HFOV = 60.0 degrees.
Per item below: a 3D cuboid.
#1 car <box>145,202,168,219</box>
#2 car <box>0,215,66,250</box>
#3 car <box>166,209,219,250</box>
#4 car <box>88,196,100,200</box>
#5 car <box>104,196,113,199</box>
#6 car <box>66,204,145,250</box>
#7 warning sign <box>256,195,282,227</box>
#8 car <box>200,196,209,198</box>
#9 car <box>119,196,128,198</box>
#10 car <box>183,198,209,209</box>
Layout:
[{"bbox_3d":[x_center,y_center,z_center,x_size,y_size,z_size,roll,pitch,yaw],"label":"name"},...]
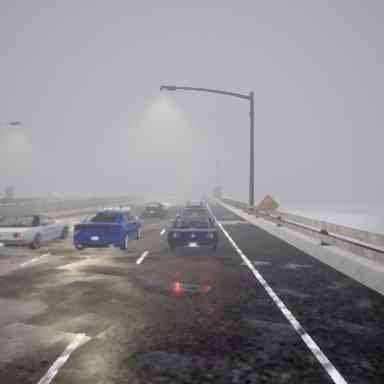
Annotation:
[{"bbox_3d":[-3.246,1.596,29.225,1.994,1.385,4.181,0,0,1],"label":"car"},{"bbox_3d":[-6.937,1.624,14.360,1.895,1.301,4.718,0,0,0],"label":"car"},{"bbox_3d":[0.062,1.623,14.301,1.895,1.301,4.718,0,0,0],"label":"car"},{"bbox_3d":[-22.764,1.650,77.451,1.994,1.385,4.181,0,0,2],"label":"car"},{"bbox_3d":[-19.268,1.648,77.288,1.994,1.385,4.181,0,0,2],"label":"car"},{"bbox_3d":[-3.438,1.492,14.300,1.882,1.535,5.008,0,0,0],"label":"car"},{"bbox_3d":[4.659,1.126,20.290,1.300,1.860,1.060,-1,-1,1],"label":"warning sign"},{"bbox_3d":[3.094,1.633,79.825,1.837,1.490,4.892,0,0,3],"label":"car"},{"bbox_3d":[-15.772,1.570,77.126,1.882,1.535,5.008,0,0,2],"label":"car"},{"bbox_3d":[0.253,1.518,29.166,2.128,1.511,4.902,0,0,1],"label":"car"}]
